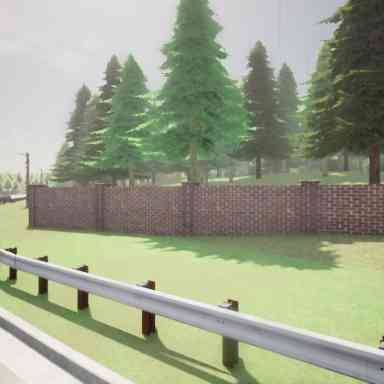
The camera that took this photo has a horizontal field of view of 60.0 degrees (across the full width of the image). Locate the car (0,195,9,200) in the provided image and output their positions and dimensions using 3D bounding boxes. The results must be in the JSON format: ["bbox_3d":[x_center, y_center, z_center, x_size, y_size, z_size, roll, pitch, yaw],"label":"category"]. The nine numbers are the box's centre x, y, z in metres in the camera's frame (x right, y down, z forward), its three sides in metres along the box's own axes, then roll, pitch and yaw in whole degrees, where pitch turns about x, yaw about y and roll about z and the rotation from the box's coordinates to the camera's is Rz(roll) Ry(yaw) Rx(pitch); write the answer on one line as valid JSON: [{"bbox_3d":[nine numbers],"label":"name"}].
[{"bbox_3d":[-44.144,1.535,76.328,2.033,1.411,5.357,0,0,-22],"label":"car"}]
